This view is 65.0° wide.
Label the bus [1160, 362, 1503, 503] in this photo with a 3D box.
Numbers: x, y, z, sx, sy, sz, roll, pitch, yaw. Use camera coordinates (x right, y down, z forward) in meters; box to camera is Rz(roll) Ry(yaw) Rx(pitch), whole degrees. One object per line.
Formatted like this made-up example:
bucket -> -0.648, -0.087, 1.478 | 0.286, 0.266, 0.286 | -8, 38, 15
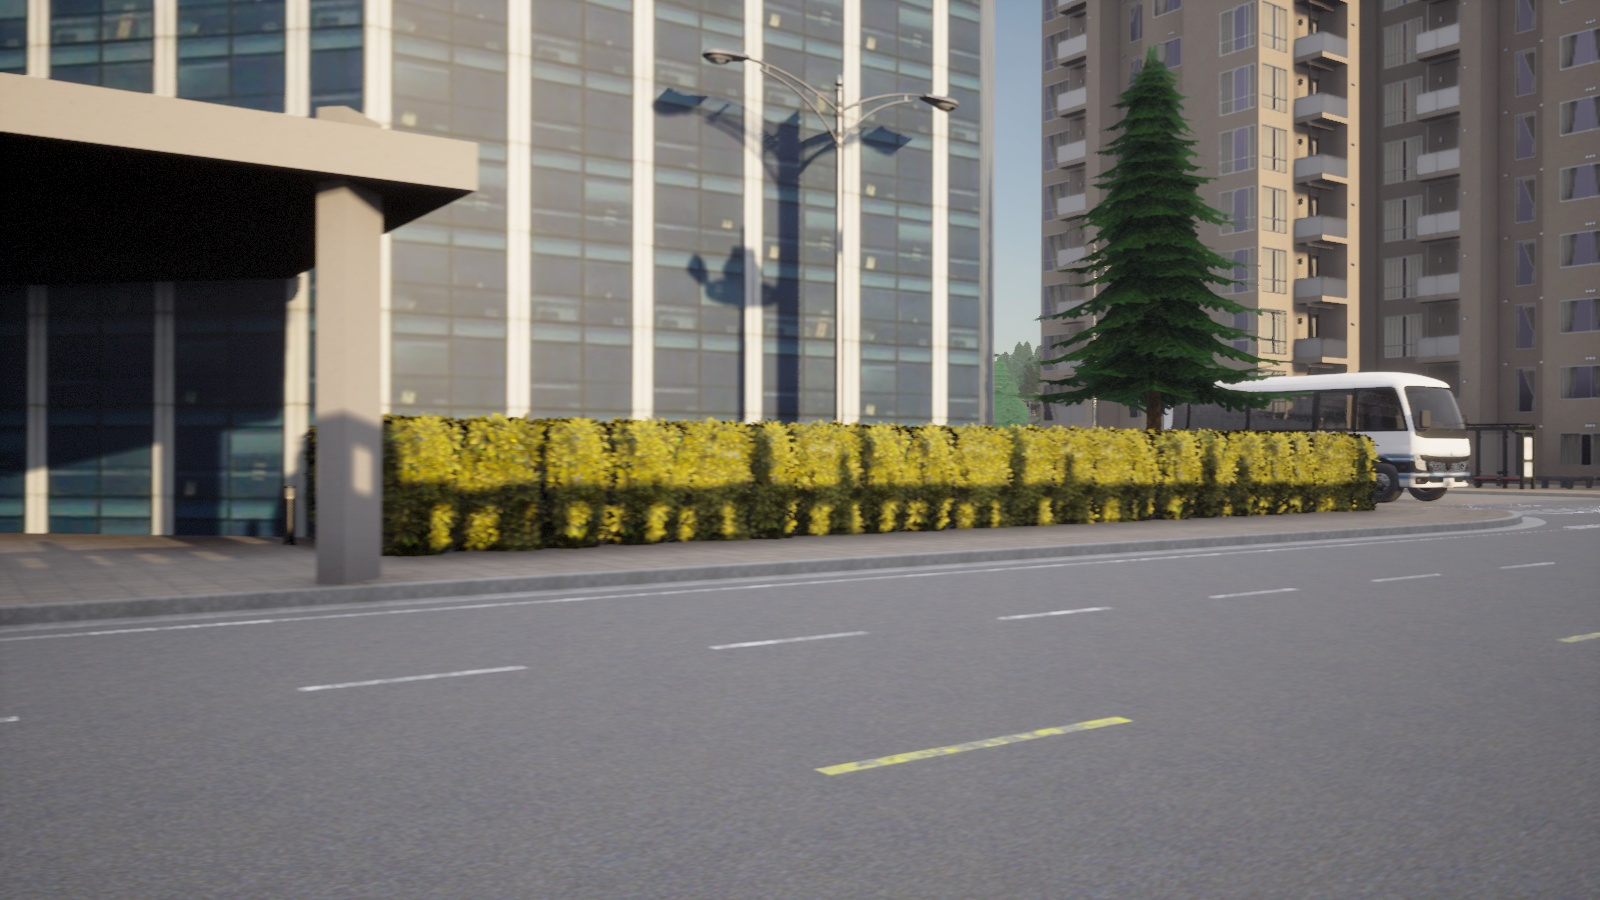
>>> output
bus -> 17.764, -0.508, 42.959 | 3.944, 4.253, 10.273 | 0, 0, -35
